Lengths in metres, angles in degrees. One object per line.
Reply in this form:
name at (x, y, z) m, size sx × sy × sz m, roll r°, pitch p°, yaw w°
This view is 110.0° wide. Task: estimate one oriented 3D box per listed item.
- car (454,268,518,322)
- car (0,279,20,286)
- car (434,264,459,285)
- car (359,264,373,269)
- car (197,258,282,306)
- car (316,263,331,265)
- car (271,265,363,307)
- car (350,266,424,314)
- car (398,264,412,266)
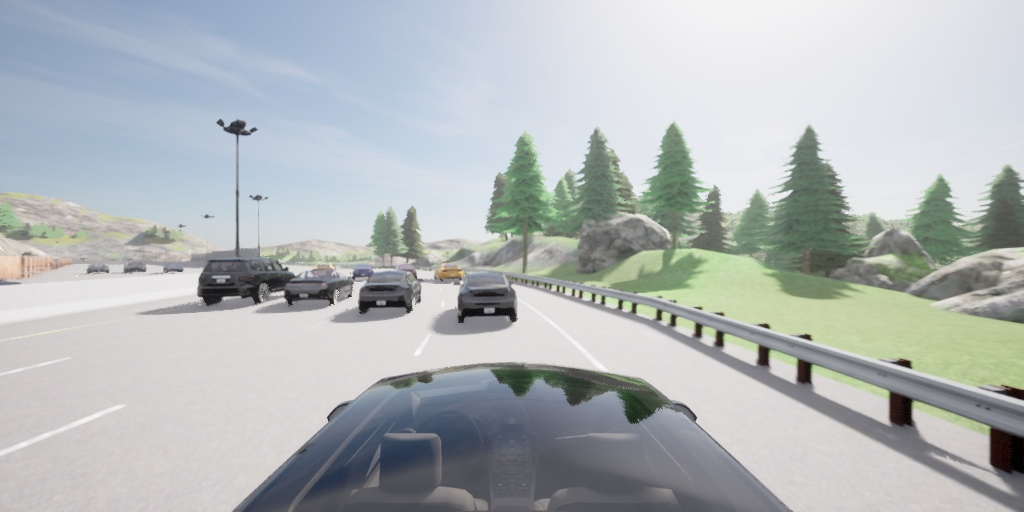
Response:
car at (-0.959, 1.313, 12.574) m, size 1.837 × 1.490 × 4.892 m, roll 0°, pitch 0°, yaw -8°
car at (-22.656, 1.489, 14.467) m, size 1.994 × 1.385 × 4.181 m, roll 0°, pitch 0°, yaw -12°
car at (-5.672, 1.403, 31.632) m, size 1.882 × 1.535 × 5.008 m, roll 0°, pitch 0°, yaw -20°
car at (-14.065, 1.503, 33.814) m, size 1.812 × 1.442 × 4.674 m, roll 0°, pitch 0°, yaw -23°
car at (-12.253, 1.108, 17.039) m, size 2.150 × 2.045 × 5.566 m, roll 0°, pitch 0°, yaw -12°
car at (-18.655, 1.487, 35.538) m, size 1.882 × 1.535 × 5.008 m, roll 0°, pitch 0°, yaw -26°
car at (-8.633, 1.357, 16.471) m, size 2.128 × 1.511 × 4.902 m, roll 0°, pitch 0°, yaw -11°
car at (-4.739, 1.341, 14.435) m, size 1.837 × 1.490 × 4.892 m, roll 0°, pitch 0°, yaw -8°
car at (-9.714, 1.476, 32.540) m, size 1.812 × 1.442 × 4.674 m, roll 0°, pitch 0°, yaw -21°
